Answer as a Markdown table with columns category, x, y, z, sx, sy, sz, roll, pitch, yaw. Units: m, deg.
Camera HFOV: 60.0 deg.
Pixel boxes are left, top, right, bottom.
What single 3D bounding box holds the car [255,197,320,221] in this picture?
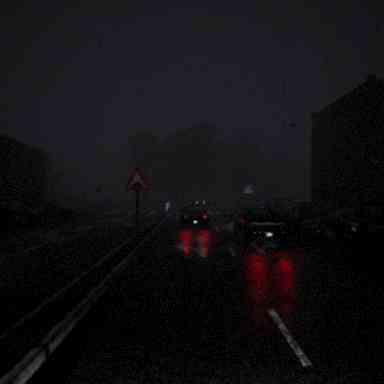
| category | x | y | z | sx | sy | sz | roll | pitch | yaw |
| --- | --- | --- | --- | --- | --- | --- | --- | --- | --- |
| car | 7.604 | 1.321 | 26.826 | 4.553 | 1.767 | 2.185 | 0 | 0 | 0 |

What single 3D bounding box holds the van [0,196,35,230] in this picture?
| category | x | y | z | sx | sy | sz | roll | pitch | yaw |
| --- | --- | --- | --- | --- | --- | --- | --- | --- | --- |
| van | -12.406 | 1.255 | 20.320 | 4.442 | 1.987 | 1.878 | 0 | 0 | 0 |

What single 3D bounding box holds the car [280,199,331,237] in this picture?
| category | x | y | z | sx | sy | sz | roll | pitch | yaw |
| --- | --- | --- | --- | --- | --- | --- | --- | --- | --- |
| car | 7.605 | 1.346 | 18.551 | 4.553 | 1.767 | 2.185 | 0 | 0 | 0 |

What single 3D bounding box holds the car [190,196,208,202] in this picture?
| category | x | y | z | sx | sy | sz | roll | pitch | yaw |
| --- | --- | --- | --- | --- | --- | --- | --- | --- | --- |
| car | 0.841 | 1.251 | 40.186 | 2.097 | 1.767 | 4.553 | 0 | 0 | 7 |

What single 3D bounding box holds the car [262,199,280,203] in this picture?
| category | x | y | z | sx | sy | sz | roll | pitch | yaw |
| --- | --- | --- | --- | --- | --- | --- | --- | --- | --- |
| car | 7.641 | 1.458 | 24.064 | 5.008 | 1.535 | 2.097 | 0 | 0 | 0 |

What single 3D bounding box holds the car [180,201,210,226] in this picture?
| category | x | y | z | sx | sy | sz | roll | pitch | yaw |
| --- | --- | --- | --- | --- | --- | --- | --- | --- | --- |
| car | 0.087 | 1.578 | 23.115 | 1.895 | 1.301 | 4.718 | 0 | 0 | -3 |

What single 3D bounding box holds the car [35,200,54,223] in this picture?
| category | x | y | z | sx | sy | sz | roll | pitch | yaw |
| --- | --- | --- | --- | --- | --- | --- | --- | --- | --- |
| car | -12.552 | 1.345 | 23.229 | 4.553 | 1.767 | 2.185 | 0 | 0 | 0 |

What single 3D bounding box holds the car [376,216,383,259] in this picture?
| category | x | y | z | sx | sy | sz | roll | pitch | yaw |
| --- | --- | --- | --- | --- | --- | --- | --- | --- | --- |
| car | 7.453 | 1.474 | 7.517 | 5.366 | 1.575 | 1.946 | 0 | 0 | 0 |

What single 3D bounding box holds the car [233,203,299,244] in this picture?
| category | x | y | z | sx | sy | sz | roll | pitch | yaw |
| --- | --- | --- | --- | --- | --- | --- | --- | --- | --- |
| car | 3.097 | 1.488 | 15.740 | 2.128 | 1.511 | 4.902 | 0 | 0 | 0 |

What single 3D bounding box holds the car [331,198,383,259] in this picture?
| category | x | y | z | sx | sy | sz | roll | pitch | yaw |
| --- | --- | --- | --- | --- | --- | --- | --- | --- | --- |
| car | 7.666 | 1.226 | 10.275 | 5.566 | 2.045 | 2.435 | 0 | 0 | 0 |

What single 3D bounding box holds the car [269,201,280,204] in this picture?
| category | x | y | z | sx | sy | sz | roll | pitch | yaw |
| --- | --- | --- | --- | --- | --- | --- | --- | --- | --- |
| car | 7.633 | 1.505 | 21.309 | 4.674 | 1.452 | 2.002 | 0 | 0 | 0 |

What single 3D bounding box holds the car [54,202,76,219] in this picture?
| category | x | y | z | sx | sy | sz | roll | pitch | yaw |
| --- | --- | --- | --- | --- | --- | --- | --- | --- | --- |
| car | -12.488 | 1.472 | 28.665 | 4.792 | 1.488 | 2.163 | 0 | 0 | 0 |
